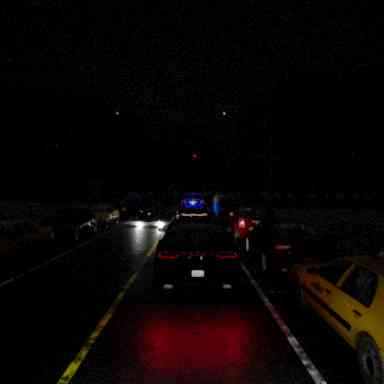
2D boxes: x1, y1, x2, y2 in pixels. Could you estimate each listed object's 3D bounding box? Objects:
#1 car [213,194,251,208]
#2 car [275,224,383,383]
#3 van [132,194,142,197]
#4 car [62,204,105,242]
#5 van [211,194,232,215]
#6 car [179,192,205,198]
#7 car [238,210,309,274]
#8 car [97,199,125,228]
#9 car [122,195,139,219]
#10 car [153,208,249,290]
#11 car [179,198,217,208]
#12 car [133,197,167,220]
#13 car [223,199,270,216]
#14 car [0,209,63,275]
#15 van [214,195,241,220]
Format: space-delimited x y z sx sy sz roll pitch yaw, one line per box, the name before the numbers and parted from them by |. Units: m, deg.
car | 2.762 1.172 21.028 2.192 1.841 5.009 0 0 0
car | 2.760 1.491 4.887 1.752 1.417 4.829 0 0 0
van | -5.762 1.126 31.905 1.690 1.788 3.998 0 0 0
car | -5.764 1.458 15.593 1.947 1.339 4.313 0 0 0
van | 2.763 1.126 31.903 1.690 1.788 3.998 0 0 0
car | 0.026 1.021 29.742 2.150 2.045 5.566 0 0 -2
car | 2.761 1.475 10.155 1.887 1.381 4.507 0 0 0
car | -5.763 1.383 20.861 1.752 1.417 4.829 0 0 0
car | -5.762 1.261 26.467 1.967 1.590 4.097 0 0 0
car | 0.095 1.416 8.934 1.882 1.535 5.008 0 0 0
car | 0.098 1.359 19.377 2.128 1.511 4.902 0 0 0
car | -3.034 1.330 26.051 1.837 1.490 4.892 0 0 1
car | 2.761 1.333 15.591 1.967 1.590 4.097 0 0 0
car | -5.764 1.456 9.986 1.752 1.417 4.829 0 0 0
van | 2.763 1.162 26.466 1.690 1.788 3.998 0 0 0
